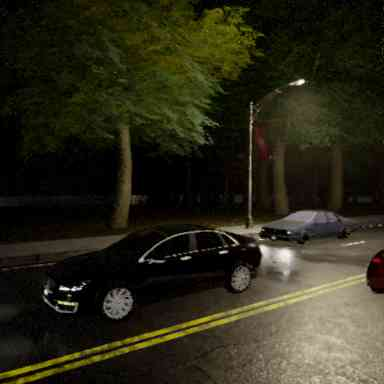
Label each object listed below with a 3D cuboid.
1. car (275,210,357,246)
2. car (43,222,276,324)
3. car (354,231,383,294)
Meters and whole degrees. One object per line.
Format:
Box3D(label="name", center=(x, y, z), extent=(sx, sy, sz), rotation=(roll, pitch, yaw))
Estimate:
Box3D(label="car", center=(5.622, 1.552, 15.629), extent=(5.357, 1.411, 2.033), rotation=(0, 0, -35))
Box3D(label="car", center=(-0.576, 1.505, 7.249), extent=(4.892, 1.490, 1.837), rotation=(0, 0, -35))
Box3D(label="car", center=(5.810, 1.566, 7.550), extent=(4.181, 1.385, 1.994), rotation=(0, 0, -35))
